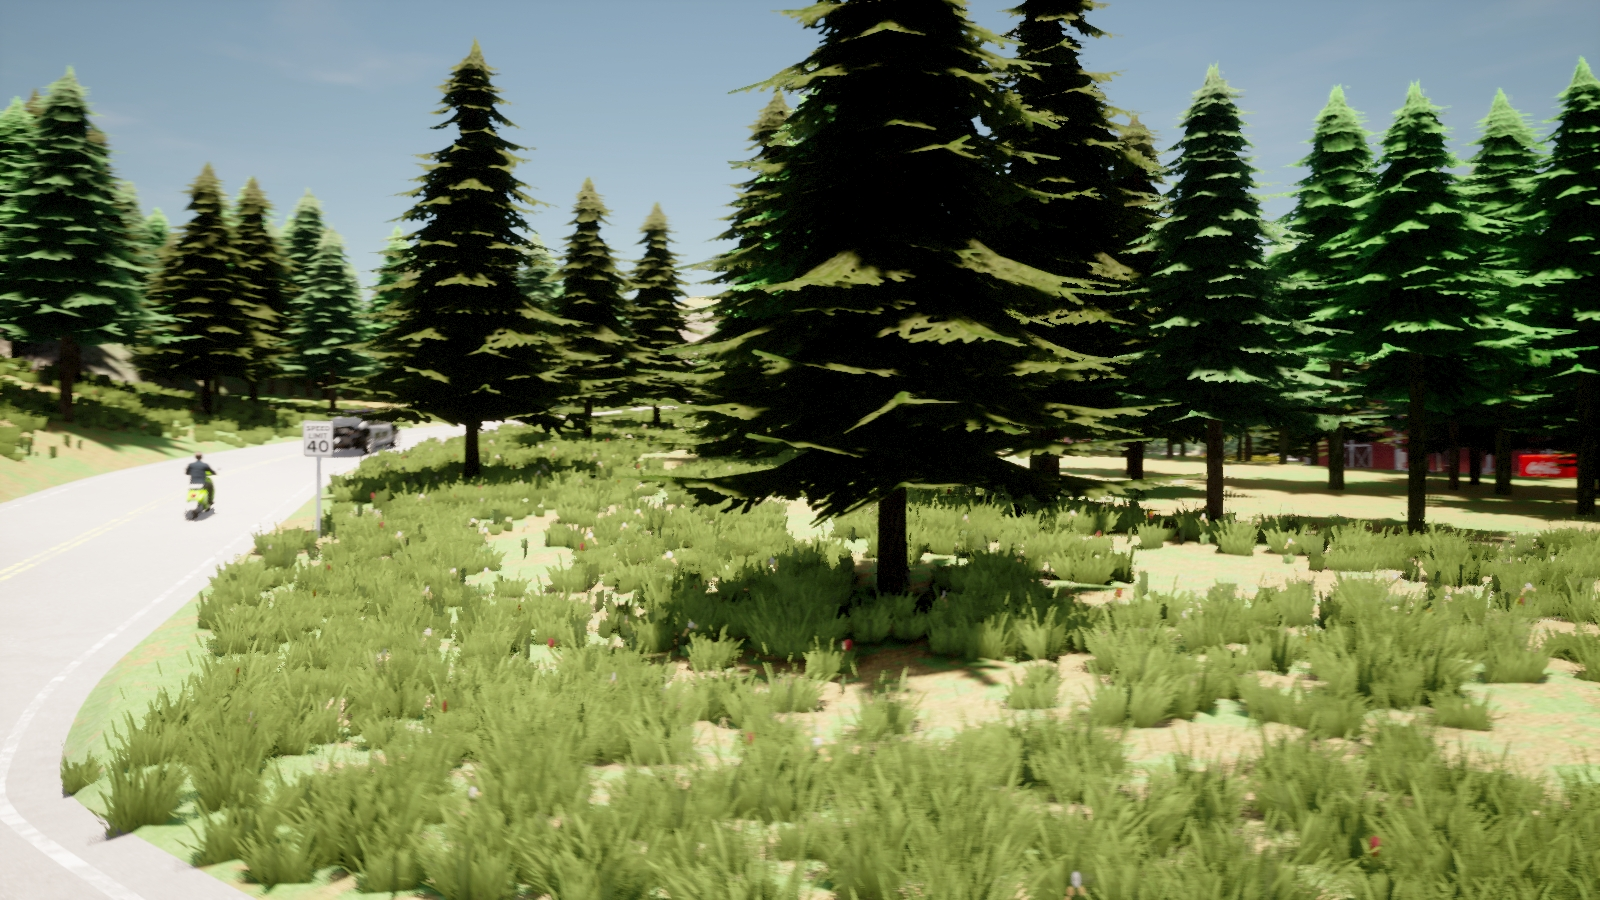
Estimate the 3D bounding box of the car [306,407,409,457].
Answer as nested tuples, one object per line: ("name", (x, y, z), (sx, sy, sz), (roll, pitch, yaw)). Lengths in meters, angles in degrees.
("car", (-17.822, -0.770, 46.359), (2.097, 1.638, 5.238), (0, 5, 0))
